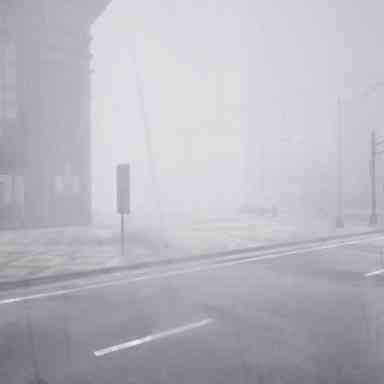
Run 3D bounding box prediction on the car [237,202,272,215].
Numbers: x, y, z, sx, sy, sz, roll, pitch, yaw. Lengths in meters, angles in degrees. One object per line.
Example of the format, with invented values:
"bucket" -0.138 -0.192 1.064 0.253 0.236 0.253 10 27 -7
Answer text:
"car" 6.890 1.866 36.932 1.994 1.385 4.181 -1 0 -35
